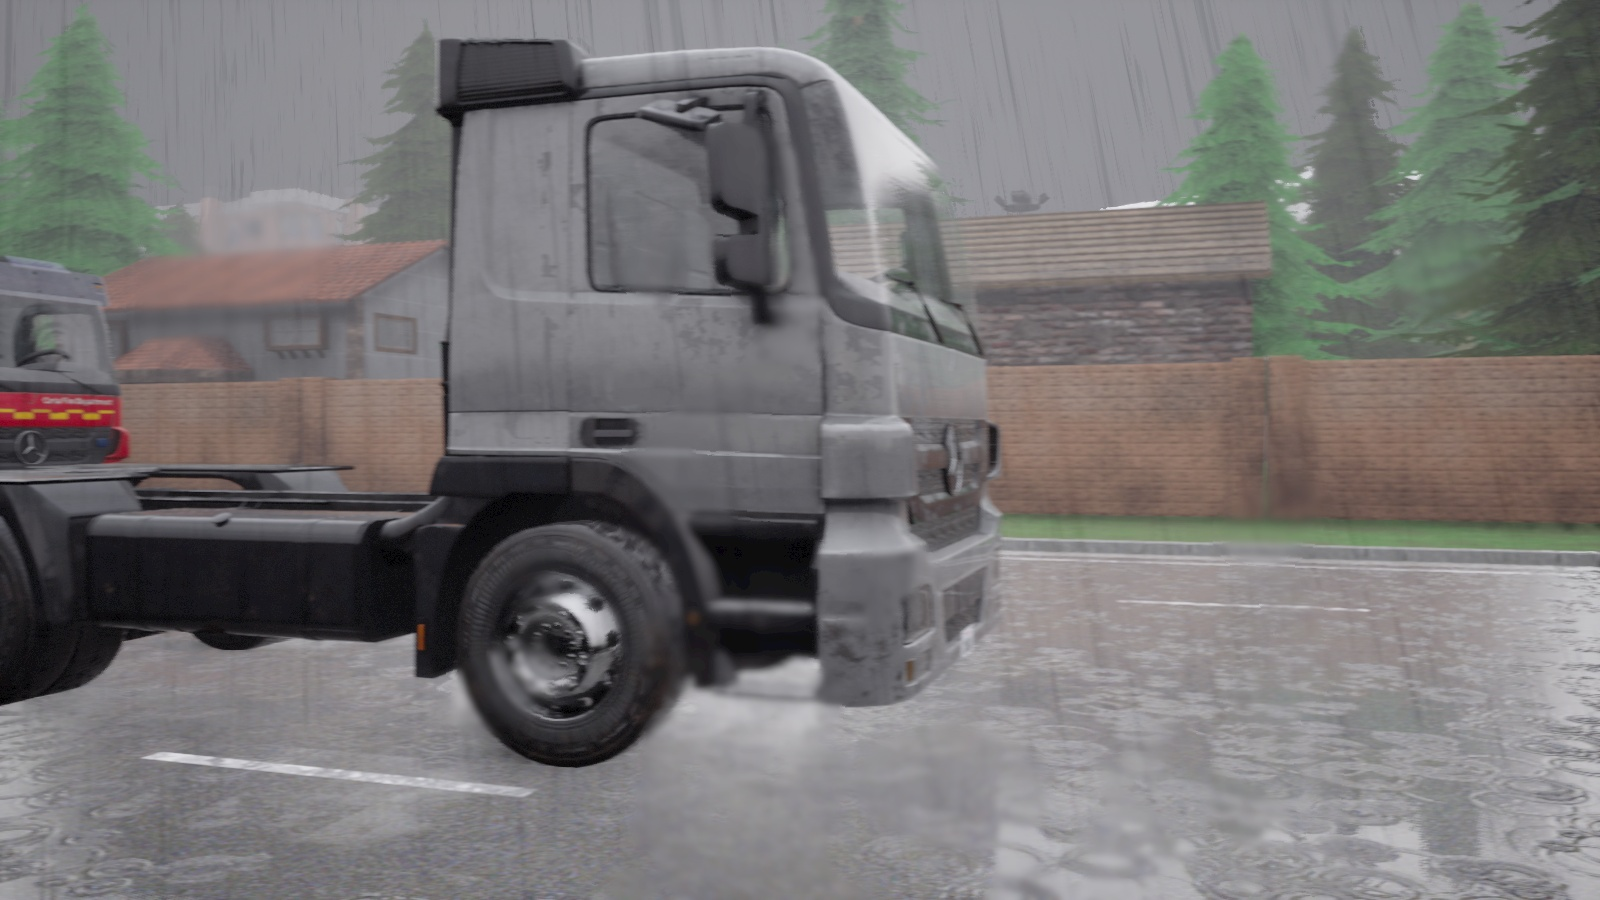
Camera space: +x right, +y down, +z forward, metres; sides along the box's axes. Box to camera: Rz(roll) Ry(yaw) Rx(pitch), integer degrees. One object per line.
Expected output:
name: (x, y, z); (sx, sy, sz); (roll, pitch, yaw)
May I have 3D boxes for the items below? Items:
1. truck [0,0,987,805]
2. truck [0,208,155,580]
truck: (-3.040, -0.294, 7.894); (7.936, 3.462, 2.891); (1, 1, 19)
truck: (-12.109, -0.620, 14.734); (8.468, 3.827, 2.891); (0, 1, 17)
